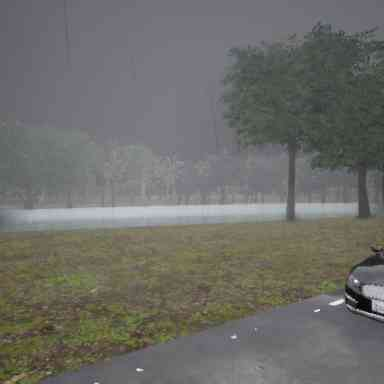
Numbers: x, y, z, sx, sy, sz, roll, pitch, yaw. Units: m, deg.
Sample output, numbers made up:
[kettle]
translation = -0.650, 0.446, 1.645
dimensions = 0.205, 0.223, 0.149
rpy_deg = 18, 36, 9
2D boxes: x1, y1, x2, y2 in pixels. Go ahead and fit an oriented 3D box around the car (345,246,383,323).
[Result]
[car]
translation = 4.902, 1.494, 6.460
dimensions = 4.902, 1.511, 2.128
rpy_deg = 0, 0, -36
